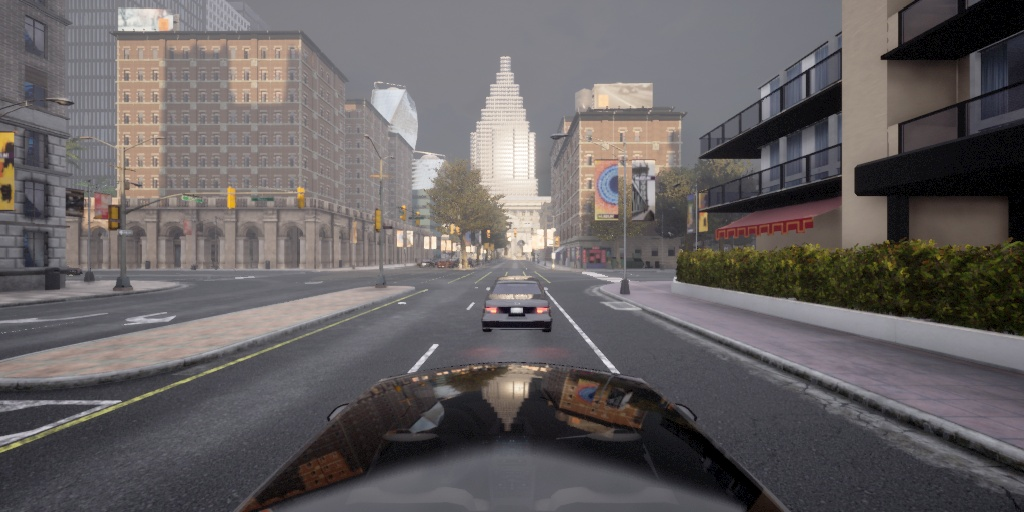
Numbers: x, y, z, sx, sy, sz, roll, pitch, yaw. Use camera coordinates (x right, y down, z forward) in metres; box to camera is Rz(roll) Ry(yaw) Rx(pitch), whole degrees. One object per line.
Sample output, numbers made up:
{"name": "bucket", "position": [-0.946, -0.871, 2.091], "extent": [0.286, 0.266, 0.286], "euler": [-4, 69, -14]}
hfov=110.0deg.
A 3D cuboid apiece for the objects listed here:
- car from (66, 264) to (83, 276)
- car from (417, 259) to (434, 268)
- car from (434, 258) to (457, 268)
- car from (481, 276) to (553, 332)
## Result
{"name": "car", "position": [-44.370, 1.314, 34.667], "extent": [4.181, 1.385, 1.994], "euler": [0, 0, 1]}
{"name": "car", "position": [-14.506, 1.241, 61.595], "extent": [2.128, 1.511, 4.902], "euler": [0, 0, 1]}
{"name": "car", "position": [-11.037, 1.102, 59.708], "extent": [2.097, 1.767, 4.553], "euler": [0, 0, 1]}
{"name": "car", "position": [0.148, 1.297, 10.776], "extent": [2.033, 1.411, 5.357], "euler": [0, 0, 1]}
